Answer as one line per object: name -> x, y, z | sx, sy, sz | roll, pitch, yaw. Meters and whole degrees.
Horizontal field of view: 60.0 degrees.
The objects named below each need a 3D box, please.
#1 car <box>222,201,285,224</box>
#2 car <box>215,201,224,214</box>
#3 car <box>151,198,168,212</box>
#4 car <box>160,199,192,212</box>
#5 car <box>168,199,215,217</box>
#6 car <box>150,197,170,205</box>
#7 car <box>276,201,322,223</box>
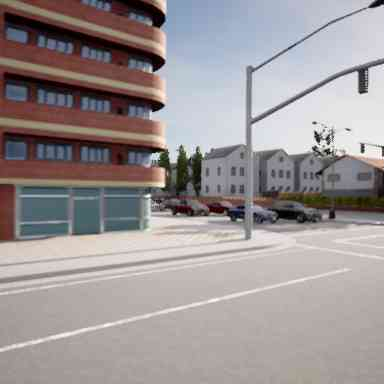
car -> 4.820, 1.704, 26.729 | 1.812, 1.442, 4.674 | 1, 0, -35
car -> 3.215, 1.690, 35.200 | 1.882, 1.535, 5.008 | 1, 0, -35
car -> -5.260, 1.783, 41.331 | 1.895, 1.301, 4.718 | 1, 0, -34
car -> -2.157, 1.719, 42.995 | 1.837, 1.490, 4.892 | 1, 0, -35
car -> -0.165, 1.532, 33.933 | 2.097, 1.767, 4.553 | 1, 0, -34
car -> -6.800, 1.866, 70.169 | 2.033, 1.411, 5.357 | 1, 0, -35
car -> 8.457, 1.563, 27.618 | 2.097, 1.767, 4.553 | 1, 0, -35
